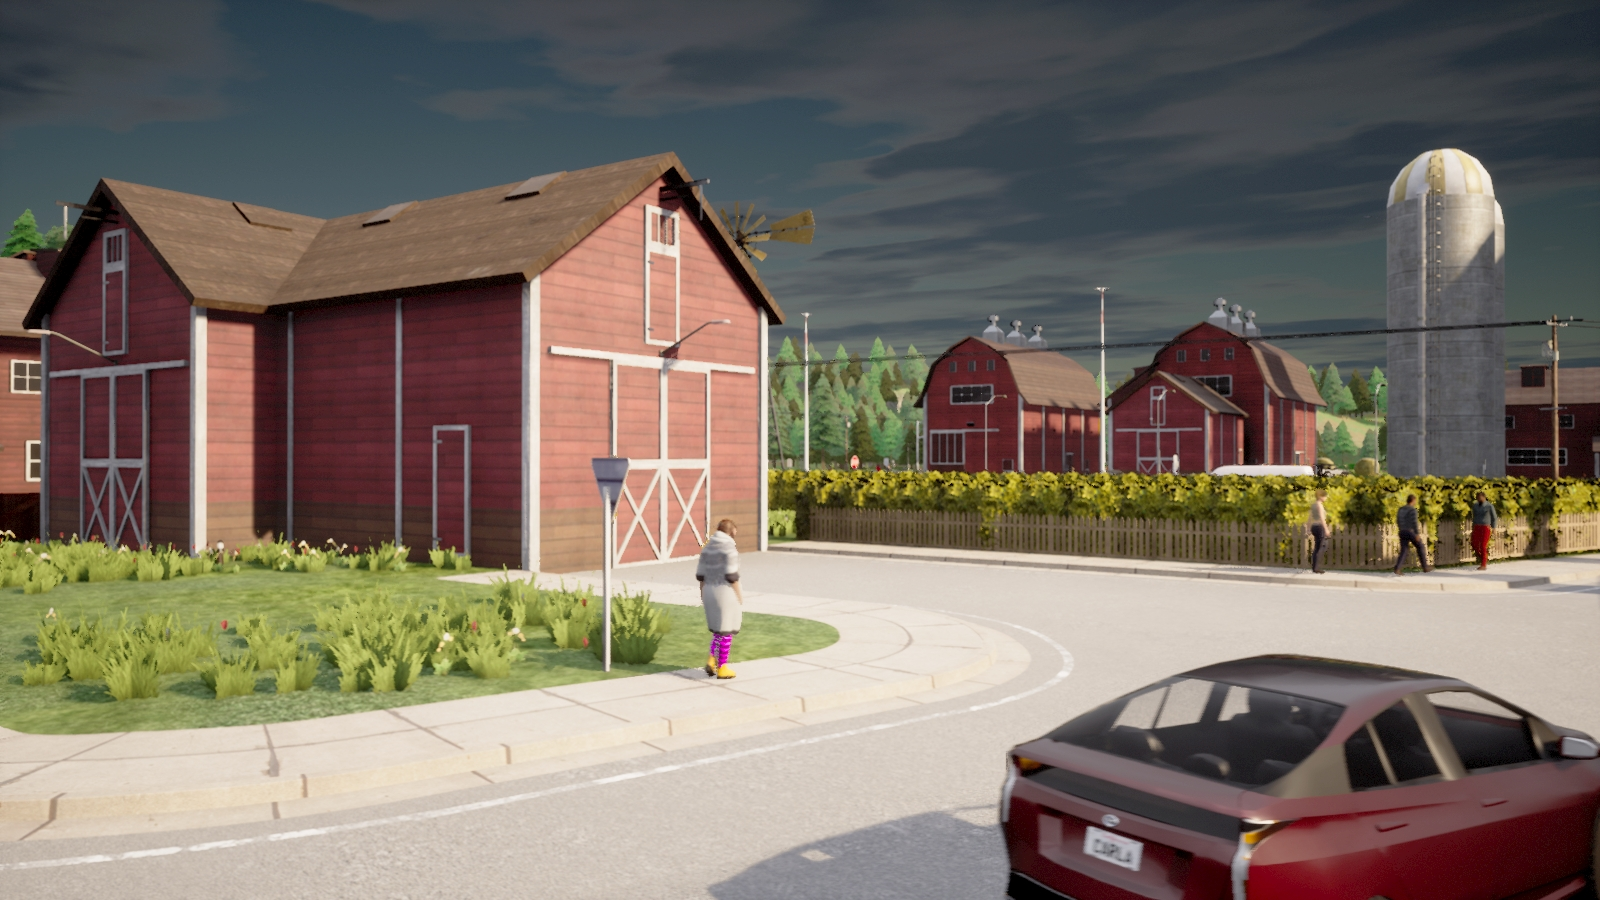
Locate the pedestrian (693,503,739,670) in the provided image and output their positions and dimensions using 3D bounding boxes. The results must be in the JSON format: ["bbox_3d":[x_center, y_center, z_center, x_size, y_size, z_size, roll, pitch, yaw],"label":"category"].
[{"bbox_3d":[-0.962,1.546,13.097,0.375,1.860,0.375,0,0,40],"label":"pedestrian"}]

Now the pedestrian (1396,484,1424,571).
[{"bbox_3d":[13.259,1.675,24.819,0.375,1.860,0.375,0,0,-15],"label":"pedestrian"}]

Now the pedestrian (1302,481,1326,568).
[{"bbox_3d":[11.188,1.616,24.874,0.375,1.860,0.375,0,0,4],"label":"pedestrian"}]

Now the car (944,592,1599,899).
[{"bbox_3d":[3.183,1.858,6.729,4.514,1.525,2.007,0,0,-37],"label":"car"}]

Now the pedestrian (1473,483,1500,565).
[{"bbox_3d":[15.877,1.705,26.421,0.375,1.860,0.375,0,0,-25],"label":"pedestrian"}]
